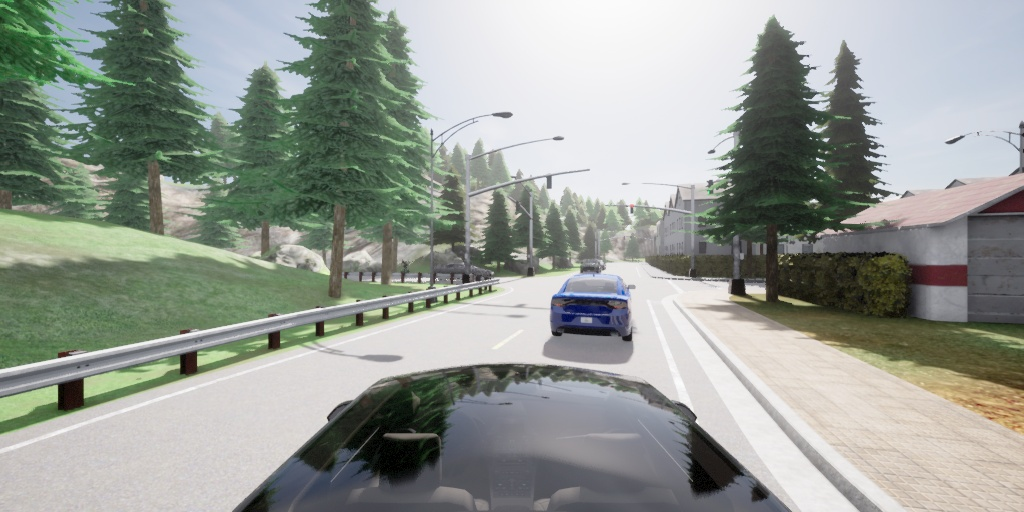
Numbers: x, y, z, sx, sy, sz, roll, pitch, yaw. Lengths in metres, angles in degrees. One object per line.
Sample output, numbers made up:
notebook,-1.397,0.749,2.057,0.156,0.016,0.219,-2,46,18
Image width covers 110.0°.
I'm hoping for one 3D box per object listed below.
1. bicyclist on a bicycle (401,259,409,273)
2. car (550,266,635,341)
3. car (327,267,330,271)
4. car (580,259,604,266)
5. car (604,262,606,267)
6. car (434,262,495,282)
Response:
bicyclist on a bicycle,-11.447,1.167,38.035,0.582,1.620,1.656,-2,5,18
car,2.372,1.228,10.062,1.882,1.535,5.008,0,0,18
car,-18.471,1.243,32.913,5.008,1.535,1.882,0,0,18
car,9.438,1.102,42.821,2.097,1.767,4.553,0,0,19
car,12.772,1.297,52.735,2.033,1.411,5.357,0,0,19
car,-3.778,1.256,28.105,4.902,1.511,2.128,0,0,18
